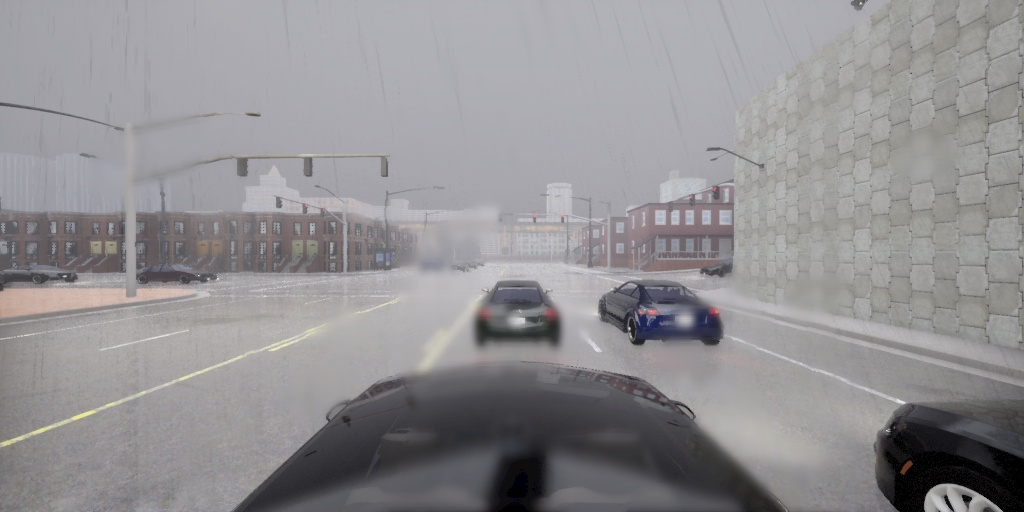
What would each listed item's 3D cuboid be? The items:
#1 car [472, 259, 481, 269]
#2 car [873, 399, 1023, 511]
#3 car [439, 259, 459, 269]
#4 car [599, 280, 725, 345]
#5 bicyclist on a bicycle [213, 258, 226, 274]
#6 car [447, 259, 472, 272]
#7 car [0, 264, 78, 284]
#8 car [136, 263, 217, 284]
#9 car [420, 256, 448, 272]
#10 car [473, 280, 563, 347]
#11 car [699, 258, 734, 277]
[{"bbox_3d":[-6.465,1.314,55.611,1.994,1.385,4.181,0,0,1],"label":"car"},{"bbox_3d":[3.585,1.255,0.613,1.837,1.490,4.892,0,0,1],"label":"car"},{"bbox_3d":[-9.944,1.241,56.911,2.128,1.511,4.902,0,0,1],"label":"car"},{"bbox_3d":[3.663,1.314,9.526,1.994,1.385,4.181,0,0,1],"label":"car"},{"bbox_3d":[-30.407,1.053,37.326,0.582,1.620,1.656,0,0,0],"label":"bicyclist on a bicycle"},{"bbox_3d":[-6.587,1.255,45.694,1.837,1.490,4.892,0,0,1],"label":"car"},{"bbox_3d":[-34.866,1.314,26.379,4.181,1.385,1.994,0,0,1],"label":"car"},{"bbox_3d":[-24.901,1.297,26.294,5.357,1.411,2.033,0,0,0],"label":"car"},{"bbox_3d":[-10.083,0.971,45.967,2.150,2.045,5.566,0,0,1],"label":"car"},{"bbox_3d":[0.160,1.314,9.365,1.994,1.385,4.181,0,0,1],"label":"car"},{"bbox_3d":[18.521,0.855,29.628,5.357,1.411,2.033,-5,0,1],"label":"car"}]
